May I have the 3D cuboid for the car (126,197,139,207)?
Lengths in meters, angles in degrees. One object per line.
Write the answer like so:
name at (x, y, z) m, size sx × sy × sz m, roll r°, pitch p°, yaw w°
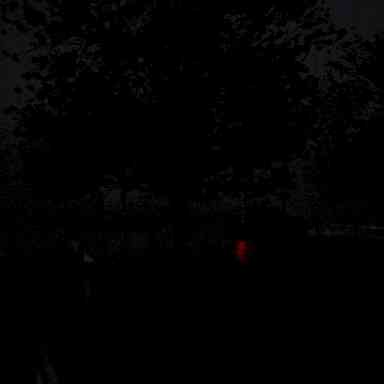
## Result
car at (-11.236, 2.069, 62.144) m, size 1.812 × 1.442 × 4.674 m, roll 0°, pitch -1°, yaw -9°

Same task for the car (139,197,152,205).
car at (-12.735, 2.076, 76.423) m, size 5.566 × 2.045 × 2.435 m, roll 0°, pitch -2°, yaw -26°

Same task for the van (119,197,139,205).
van at (-15.537, 2.289, 81.942) m, size 4.442 × 1.987 × 1.878 m, roll 0°, pitch -2°, yaw -26°

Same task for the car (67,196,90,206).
car at (-22.007, 1.924, 67.623) m, size 5.566 × 2.045 × 2.435 m, roll 0°, pitch -2°, yaw -26°

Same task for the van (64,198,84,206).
van at (-29.248, 2.468, 82.591) m, size 4.442 × 1.987 × 1.878 m, roll 0°, pitch -2°, yaw -26°

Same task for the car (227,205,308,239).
car at (4.414, 1.607, 19.267) m, size 4.553 × 1.767 × 2.097 m, roll 0°, pitch 0°, yaw -21°

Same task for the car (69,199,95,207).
car at (-23.207, 2.243, 69.999) m, size 4.892 × 1.521 × 2.231 m, roll 0°, pitch -2°, yaw -26°

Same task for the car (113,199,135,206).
car at (-17.876, 2.725, 87.414) m, size 5.366 × 1.575 × 1.946 m, roll 0°, pitch -2°, yaw -26°

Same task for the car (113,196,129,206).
car at (-14.834, 1.924, 71.878) m, size 2.150 × 2.045 × 5.566 m, roll 0°, pitch -2°, yaw -26°

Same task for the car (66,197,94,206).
car at (-24.426, 2.063, 72.518) m, size 5.566 × 2.045 × 2.435 m, roll 0°, pitch -2°, yaw -26°
